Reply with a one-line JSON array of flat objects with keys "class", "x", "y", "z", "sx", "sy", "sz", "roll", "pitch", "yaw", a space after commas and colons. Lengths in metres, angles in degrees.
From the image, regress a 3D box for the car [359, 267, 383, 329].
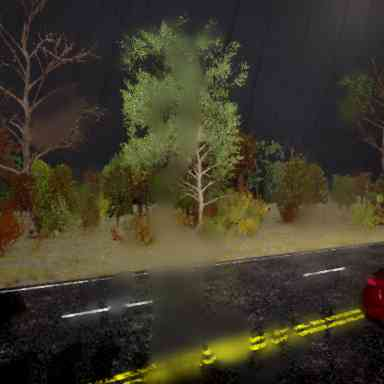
[{"class": "car", "x": 4.863, "y": 1.564, "z": 5.700, "sx": 4.181, "sy": 1.385, "sz": 1.994, "roll": 0, "pitch": 0, "yaw": -29}]
